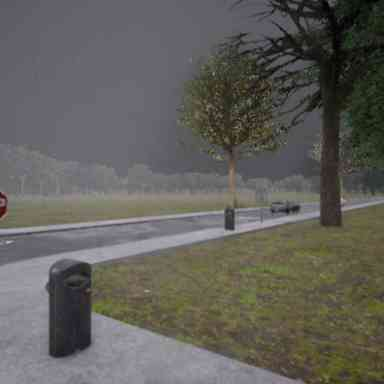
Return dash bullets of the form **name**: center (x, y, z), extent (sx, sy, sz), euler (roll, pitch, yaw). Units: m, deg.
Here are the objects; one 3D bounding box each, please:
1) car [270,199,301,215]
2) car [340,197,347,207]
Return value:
- **car**: center (9.485, 1.477, 33.425), extent (2.128, 1.511, 4.902), euler (0, 0, 36)
- **car**: center (23.054, 1.523, 52.239), extent (1.812, 1.442, 4.674), euler (0, 0, 35)
